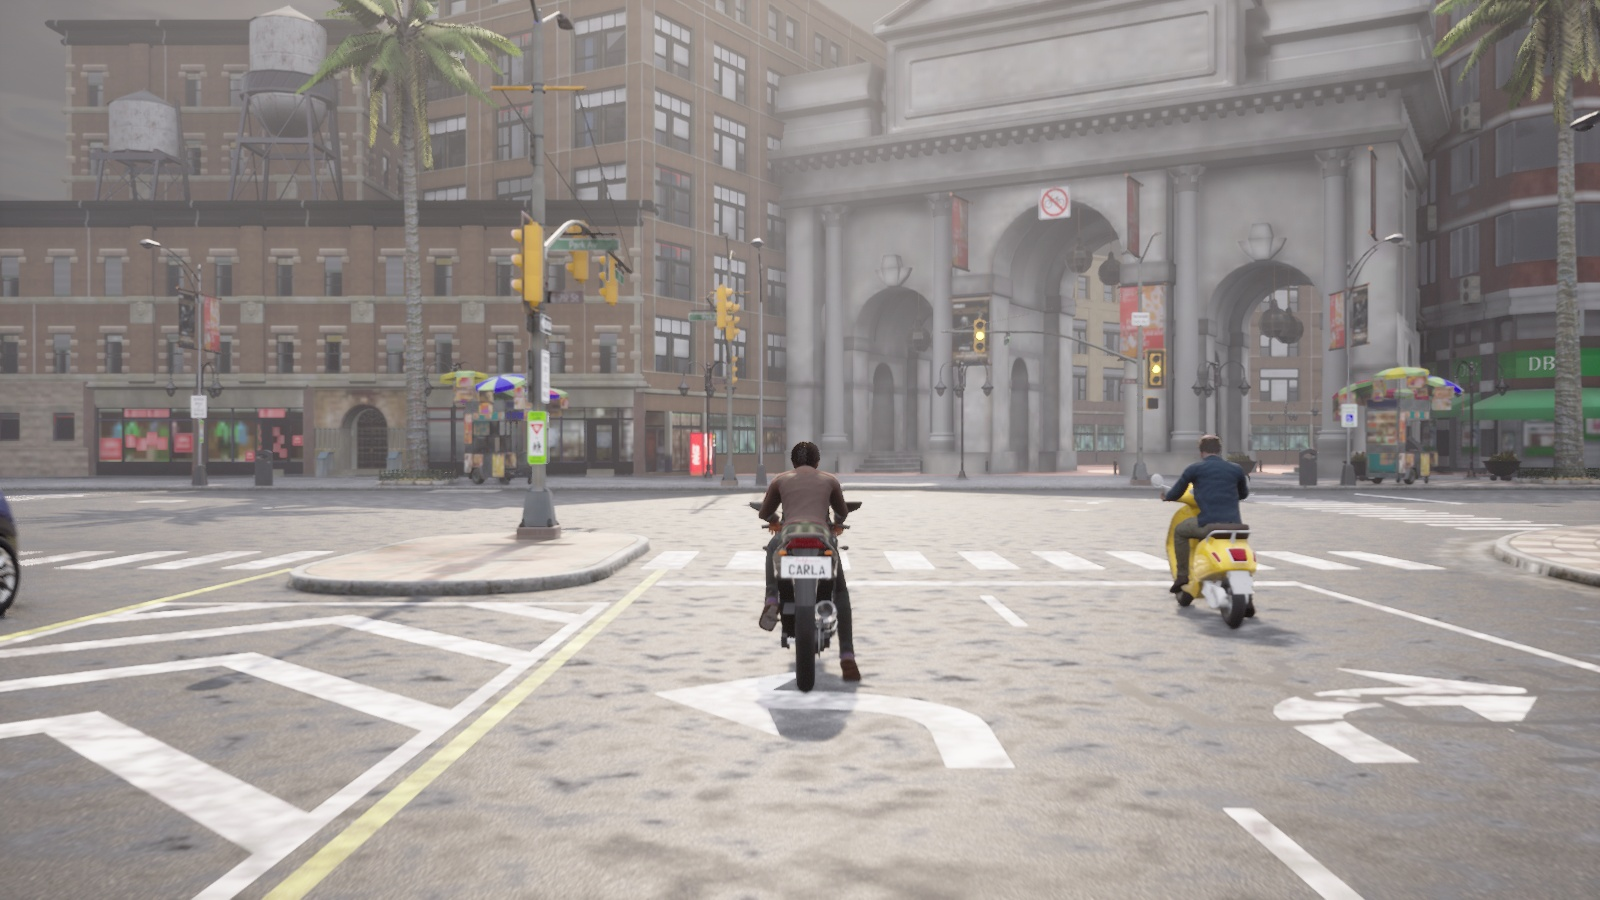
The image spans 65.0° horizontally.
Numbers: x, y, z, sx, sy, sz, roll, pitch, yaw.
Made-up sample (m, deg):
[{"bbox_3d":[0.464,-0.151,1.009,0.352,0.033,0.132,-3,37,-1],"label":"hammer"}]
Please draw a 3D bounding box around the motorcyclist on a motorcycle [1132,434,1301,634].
[{"bbox_3d":[3.550,0.663,10.881,0.866,1.590,1.817,0,0,0],"label":"motorcyclist on a motorcycle"}]

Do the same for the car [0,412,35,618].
[{"bbox_3d":[-7.933,0.565,9.005,2.097,1.767,4.553,0,0,0],"label":"car"}]

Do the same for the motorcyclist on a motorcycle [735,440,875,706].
[{"bbox_3d":[0.035,0.699,8.201,0.797,1.523,2.044,0,0,0],"label":"motorcyclist on a motorcycle"}]
